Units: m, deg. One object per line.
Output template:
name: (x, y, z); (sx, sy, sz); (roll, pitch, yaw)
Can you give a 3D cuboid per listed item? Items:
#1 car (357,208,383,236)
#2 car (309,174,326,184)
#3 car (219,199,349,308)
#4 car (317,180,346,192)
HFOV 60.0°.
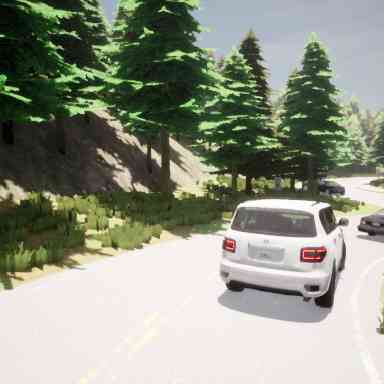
car: (10.131, 1.410, 15.810); (5.357, 1.411, 2.033); (-1, 5, -32)
car: (22.057, -2.334, 58.234); (1.882, 1.535, 5.008); (3, 6, 31)
car: (2.550, 1.198, 8.361); (2.150, 2.045, 5.566); (3, 2, 27)
car: (16.071, -0.562, 38.911); (1.882, 1.535, 5.008); (-1, 5, -2)
